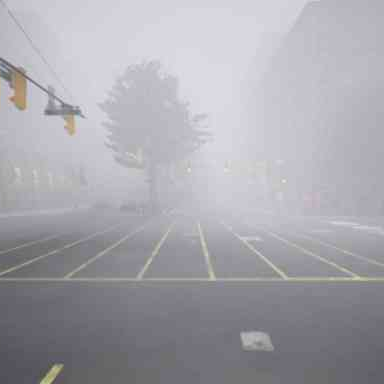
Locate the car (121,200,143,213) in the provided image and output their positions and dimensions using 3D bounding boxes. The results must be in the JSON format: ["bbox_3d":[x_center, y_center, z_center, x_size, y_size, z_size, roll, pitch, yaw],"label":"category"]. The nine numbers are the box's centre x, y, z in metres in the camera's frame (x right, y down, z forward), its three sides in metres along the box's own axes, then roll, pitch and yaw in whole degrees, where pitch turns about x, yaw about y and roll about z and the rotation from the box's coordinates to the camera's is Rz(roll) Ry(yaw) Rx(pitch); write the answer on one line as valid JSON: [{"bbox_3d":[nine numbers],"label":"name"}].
[{"bbox_3d":[-8.099,1.873,43.948,1.882,1.535,5.008,0,-1,0],"label":"car"}]

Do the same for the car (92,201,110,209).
[{"bbox_3d":[-14.750,2.081,54.092,1.895,1.301,4.718,0,-1,0],"label":"car"}]

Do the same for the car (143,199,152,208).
[{"bbox_3d":[-8.081,2.054,54.719,1.994,1.385,4.181,0,0,0],"label":"car"}]
